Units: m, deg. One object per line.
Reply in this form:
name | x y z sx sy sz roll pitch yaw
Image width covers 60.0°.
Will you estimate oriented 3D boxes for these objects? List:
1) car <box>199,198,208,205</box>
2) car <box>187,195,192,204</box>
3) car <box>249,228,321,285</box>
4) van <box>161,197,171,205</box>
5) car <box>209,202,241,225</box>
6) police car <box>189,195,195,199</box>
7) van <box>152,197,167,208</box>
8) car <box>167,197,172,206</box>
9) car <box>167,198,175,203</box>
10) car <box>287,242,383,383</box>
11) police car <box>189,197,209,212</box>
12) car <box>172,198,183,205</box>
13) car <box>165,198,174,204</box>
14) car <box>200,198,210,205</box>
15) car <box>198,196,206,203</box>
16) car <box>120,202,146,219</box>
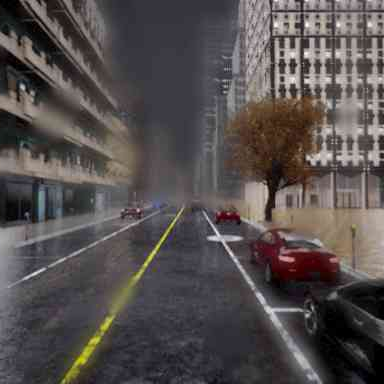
car | 2.726 2.160 77.807 1.887 1.381 4.507 1 0 0
car | 0.022 1.764 80.516 2.150 2.045 5.566 0 0 0
car | 2.705 1.672 9.426 1.802 1.307 4.206 1 -1 0
van | -5.652 1.920 72.230 1.690 1.788 3.998 1 0 0
car | 2.712 1.680 26.524 1.967 1.590 4.097 1 0 0
police car | 0.916 1.927 61.147 1.930 1.638 5.238 0 0 0
van | -5.657 1.799 55.132 1.690 1.788 3.998 1 0 0
car | -5.658 2.105 66.531 1.947 1.339 4.313 1 0 0
car | -5.652 2.271 89.322 1.802 1.307 4.206 1 0 0
car | 2.703 1.603 3.728 1.947 1.339 4.313 1 -1 0
police car | 0.912 1.811 45.144 1.930 1.638 5.238 0 0 0
car | -2.980 2.166 71.770 1.895 1.301 4.718 0 0 0
car | -5.653 2.204 83.625 2.008 1.369 4.403 1 0 0
car | 2.724 2.128 72.109 2.008 1.369 4.403 1 0 0
car | 2.735 2.039 94.904 2.192 1.841 5.009 1 0 0
car | -5.666 1.727 32.335 1.967 1.590 4.097 1 0 0
